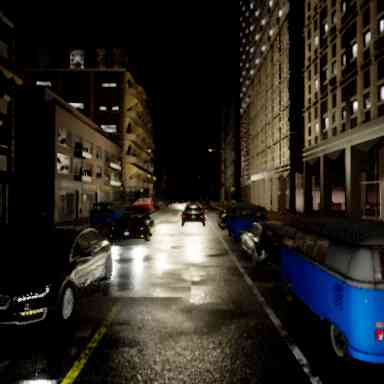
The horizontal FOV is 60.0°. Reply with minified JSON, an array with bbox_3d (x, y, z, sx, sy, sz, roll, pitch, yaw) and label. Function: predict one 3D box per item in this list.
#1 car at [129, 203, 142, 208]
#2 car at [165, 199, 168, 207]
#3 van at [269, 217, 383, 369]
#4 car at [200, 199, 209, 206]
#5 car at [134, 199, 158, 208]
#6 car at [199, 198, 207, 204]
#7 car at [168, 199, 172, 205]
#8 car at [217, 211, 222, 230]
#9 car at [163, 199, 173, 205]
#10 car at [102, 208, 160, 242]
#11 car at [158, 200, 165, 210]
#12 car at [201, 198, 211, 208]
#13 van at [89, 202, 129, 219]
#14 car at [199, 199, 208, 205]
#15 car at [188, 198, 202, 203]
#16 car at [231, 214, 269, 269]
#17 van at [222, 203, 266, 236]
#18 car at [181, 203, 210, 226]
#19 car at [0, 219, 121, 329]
[{"bbox_3d":[-5.689,1.865,28.276,1.802,1.307,4.206,0,-1,0],"label":"car"},{"bbox_3d":[-5.687,2.125,56.517,2.008,1.369,4.403,0,-1,0],"label":"car"},{"bbox_3d":[2.691,1.398,5.684,1.690,1.788,3.998,0,-1,0],"label":"van"},{"bbox_3d":[2.693,2.320,73.461,1.947,1.339,4.313,0,-1,0],"label":"car"},{"bbox_3d":[-5.689,1.714,39.575,2.192,1.841,5.009,0,-1,0],"label":"car"},{"bbox_3d":[2.693,2.318,84.759,1.967,1.590,4.097,0,-1,0],"label":"car"},{"bbox_3d":[-5.688,2.218,67.644,1.752,1.417,4.829,0,-1,0],"label":"car"},{"bbox_3d":[2.691,1.791,22.627,1.947,1.339,4.313,0,-1,0],"label":"car"},{"bbox_3d":[-5.687,2.362,79.111,1.887,1.381,4.507,0,-1,0],"label":"car"},{"bbox_3d":[-2.999,1.736,17.259,1.994,1.385,4.181,0,-1,0],"label":"car"},{"bbox_3d":[-5.688,2.081,50.869,1.947,1.339,4.313,0,-1,0],"label":"car"},{"bbox_3d":[2.692,2.214,62.165,1.802,1.307,4.206,0,-1,0],"label":"car"},{"bbox_3d":[-5.689,1.567,22.630,1.690,1.788,3.998,0,-1,0],"label":"van"},{"bbox_3d":[2.693,2.398,79.110,1.802,1.307,4.206,0,-1,0],"label":"car"},{"bbox_3d":[0.103,1.963,45.684,1.837,1.490,4.892,0,-1,0],"label":"car"},{"bbox_3d":[2.691,1.663,11.331,2.008,1.369,4.403,0,-1,0],"label":"car"},{"bbox_3d":[2.692,1.509,16.981,1.690,1.788,3.998,0,-1,0],"label":"van"},{"bbox_3d":[0.097,1.806,25.878,2.033,1.411,5.357,0,-1,0],"label":"car"},{"bbox_3d":[-3.095,1.580,7.372,1.837,1.490,4.892,0,-1,0],"label":"car"}]
